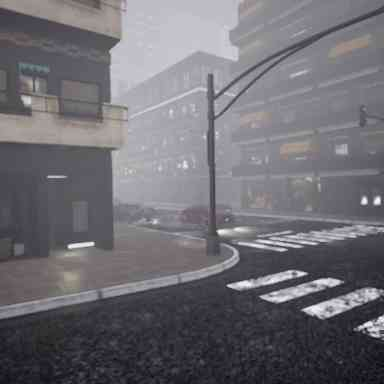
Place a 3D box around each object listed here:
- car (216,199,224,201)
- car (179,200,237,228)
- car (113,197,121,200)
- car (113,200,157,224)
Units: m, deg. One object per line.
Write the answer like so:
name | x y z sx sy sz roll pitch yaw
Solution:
car | 1.748 1.334 29.544 2.008 1.369 4.403 -2 1 -36
car | 0.917 1.467 21.466 1.994 1.385 4.181 -2 1 -36
car | -11.356 1.343 47.620 1.887 1.381 4.507 -2 1 -36
car | -4.630 1.530 24.920 1.947 1.339 4.313 -2 1 -36
